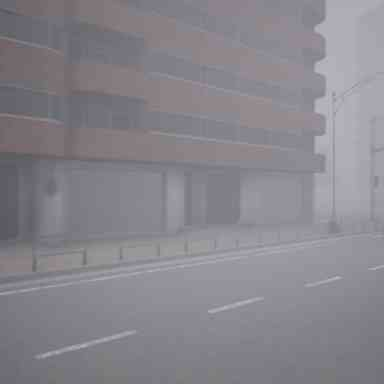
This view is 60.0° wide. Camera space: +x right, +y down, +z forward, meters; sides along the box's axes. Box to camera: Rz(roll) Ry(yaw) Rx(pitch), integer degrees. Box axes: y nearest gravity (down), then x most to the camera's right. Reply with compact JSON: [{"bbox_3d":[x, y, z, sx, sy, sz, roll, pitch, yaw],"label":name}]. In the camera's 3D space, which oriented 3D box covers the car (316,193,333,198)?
[{"bbox_3d":[32.254,1.337,80.332,5.566,2.045,2.150,0,0,-34],"label":"car"}]
